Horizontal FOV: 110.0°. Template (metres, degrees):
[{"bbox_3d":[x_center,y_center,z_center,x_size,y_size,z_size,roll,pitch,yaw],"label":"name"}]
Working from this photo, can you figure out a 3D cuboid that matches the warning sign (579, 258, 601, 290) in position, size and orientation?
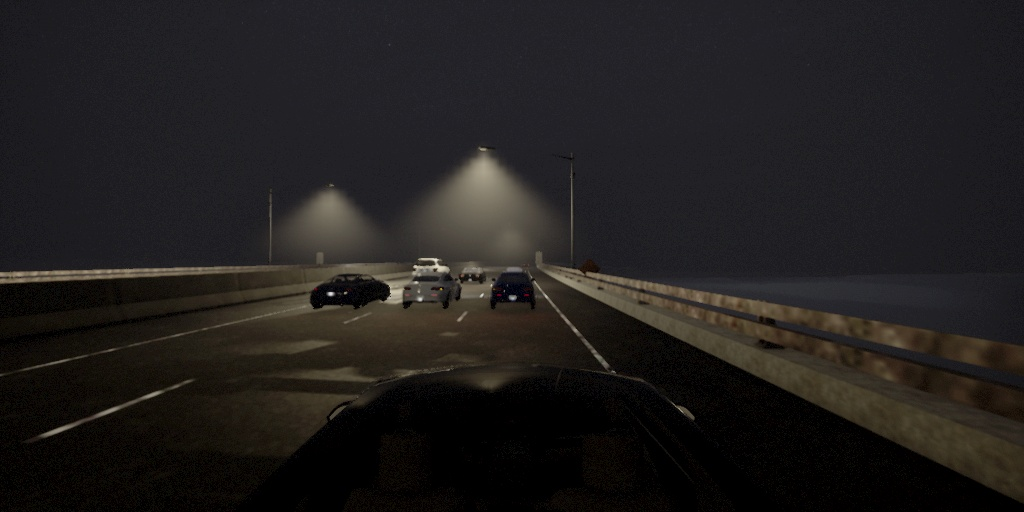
[{"bbox_3d":[4.650,1.053,21.349,1.300,1.860,1.060,0,0,1],"label":"warning sign"}]

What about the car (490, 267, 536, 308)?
[{"bbox_3d":[0.055,1.410,15.856,1.812,1.442,4.674,0,0,1],"label":"car"}]

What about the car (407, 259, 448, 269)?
[{"bbox_3d":[-6.775,1.249,30.500,2.150,2.045,5.566,0,0,1],"label":"car"}]

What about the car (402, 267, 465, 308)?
[{"bbox_3d":[-3.445,1.410,15.867,1.812,1.442,4.674,0,0,1],"label":"car"}]

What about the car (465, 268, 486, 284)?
[{"bbox_3d":[-3.273,1.633,30.534,1.895,1.301,4.718,0,-1,1],"label":"car"}]

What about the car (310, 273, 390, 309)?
[{"bbox_3d":[-6.946,1.449,15.807,1.994,1.385,4.181,0,-1,1],"label":"car"}]

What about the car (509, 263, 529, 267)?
[{"bbox_3d":[0.224,1.577,30.358,2.033,1.411,5.357,0,-1,1],"label":"car"}]
